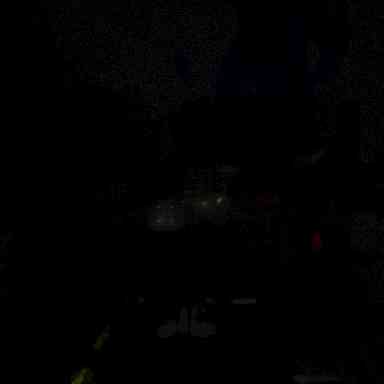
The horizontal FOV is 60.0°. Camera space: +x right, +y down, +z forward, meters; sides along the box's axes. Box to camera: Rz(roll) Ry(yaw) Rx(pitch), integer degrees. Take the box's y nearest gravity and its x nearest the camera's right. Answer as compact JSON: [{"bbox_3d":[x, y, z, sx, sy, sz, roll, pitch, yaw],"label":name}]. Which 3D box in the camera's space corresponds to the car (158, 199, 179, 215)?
[{"bbox_3d":[-2.747,1.799,37.207,1.895,1.301,4.718,0,0,0],"label":"car"}]

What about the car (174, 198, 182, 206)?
[{"bbox_3d":[-2.742,1.837,61.054,2.033,1.411,5.357,0,0,0],"label":"car"}]
